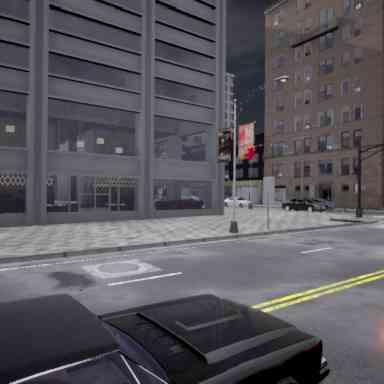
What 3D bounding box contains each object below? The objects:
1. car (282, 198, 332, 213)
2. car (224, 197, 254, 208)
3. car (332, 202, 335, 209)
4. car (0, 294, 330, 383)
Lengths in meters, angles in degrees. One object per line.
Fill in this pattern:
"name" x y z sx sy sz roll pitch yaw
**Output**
"car" 11.901 1.400 35.582 1.837 1.490 4.892 1 0 -35
"car" 6.037 1.379 43.907 1.812 1.442 4.674 1 0 -35
"car" 14.015 1.456 38.136 1.812 1.442 4.674 1 0 -35
"car" -0.987 1.601 2.679 4.718 1.301 1.895 0 0 -35
